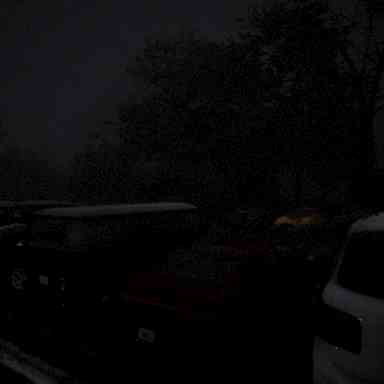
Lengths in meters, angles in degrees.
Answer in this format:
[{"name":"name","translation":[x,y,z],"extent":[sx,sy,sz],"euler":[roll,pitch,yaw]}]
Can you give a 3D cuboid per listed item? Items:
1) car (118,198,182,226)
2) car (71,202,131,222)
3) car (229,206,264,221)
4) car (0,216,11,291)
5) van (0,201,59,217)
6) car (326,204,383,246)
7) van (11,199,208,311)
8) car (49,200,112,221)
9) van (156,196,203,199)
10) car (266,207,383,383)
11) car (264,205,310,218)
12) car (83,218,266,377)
[{"name":"car","translation":[-2.968,1.400,24.579],"extent":[2.185,1.767,4.553],"euler":[0,0,35]},{"name":"car","translation":[-7.483,1.596,27.837],"extent":[2.002,1.452,4.674],"euler":[0,0,36]},{"name":"car","translation":[3.854,1.535,19.758],"extent":[2.002,1.452,4.674],"euler":[0,0,35]},{"name":"car","translation":[-3.659,1.495,9.047],"extent":[2.231,1.521,4.892],"euler":[0,0,35]},{"name":"van","translation":[-6.009,1.277,10.583],"extent":[1.878,1.987,4.442],"euler":[0,0,35]},{"name":"car","translation":[8.393,1.478,16.527],"extent":[2.097,1.535,5.008],"euler":[0,0,35]},{"name":"van","translation":[-1.305,1.259,7.523],"extent":[1.878,1.987,4.442],"euler":[0,0,35]},{"name":"car","translation":[-9.750,1.576,29.458],"extent":[2.097,1.535,5.008],"euler":[-1,0,36]},{"name":"van","translation":[-0.618,1.287,23.086],"extent":[1.878,1.987,4.442],"euler":[0,0,35]},{"name":"car","translation":[3.215,1.216,4.203],"extent":[2.435,2.045,5.566],"euler":[0,0,35]},{"name":"car","translation":[6.017,1.484,17.995],"extent":[1.946,1.575,5.366],"euler":[0,0,35]},{"name":"car","translation":[0.910,1.476,5.799],"extent":[2.097,1.535,5.008],"euler":[0,0,35]}]
